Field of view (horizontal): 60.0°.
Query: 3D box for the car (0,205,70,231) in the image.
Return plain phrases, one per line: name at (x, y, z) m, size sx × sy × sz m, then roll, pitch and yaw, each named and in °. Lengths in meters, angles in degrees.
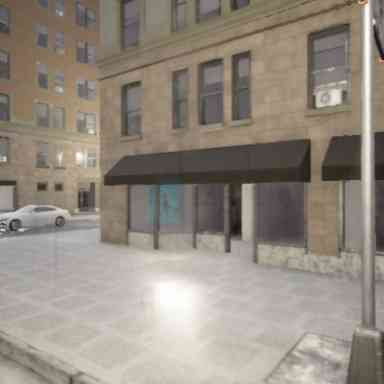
car at (-10.051, 1.543, 21.142) m, size 1.812 × 1.442 × 4.674 m, roll 0°, pitch 0°, yaw 36°
